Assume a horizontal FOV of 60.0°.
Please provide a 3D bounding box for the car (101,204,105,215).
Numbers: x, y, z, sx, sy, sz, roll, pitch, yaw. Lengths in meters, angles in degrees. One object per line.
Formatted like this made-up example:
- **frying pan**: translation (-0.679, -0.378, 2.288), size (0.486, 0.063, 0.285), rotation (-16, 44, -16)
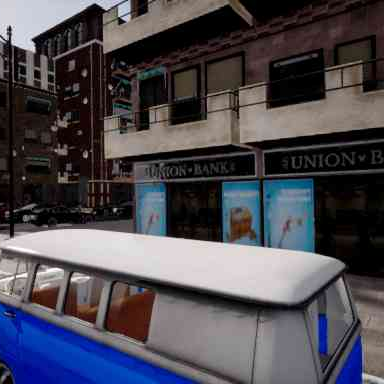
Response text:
- **car**: translation (-8.819, 1.798, 36.408), size (1.947, 1.339, 4.313), rotation (-2, -1, 36)

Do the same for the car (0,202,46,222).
- **car**: translation (-12.484, 1.635, 26.981), size (1.837, 1.490, 4.892), rotation (-1, -1, 36)

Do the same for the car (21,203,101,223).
- **car**: translation (-8.690, 1.583, 22.357), size (1.947, 1.339, 4.313), rotation (-2, -1, 36)

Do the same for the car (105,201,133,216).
- **car**: translation (-6.312, 1.680, 35.438), size (2.128, 1.511, 4.902), rotation (-1, -1, 36)

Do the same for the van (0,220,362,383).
- **van**: translation (-0.516, 1.342, 3.219), size (3.998, 1.788, 1.690), rotation (0, -1, 35)
